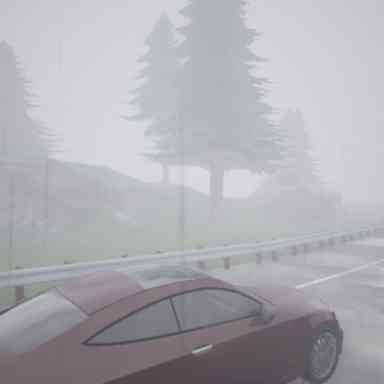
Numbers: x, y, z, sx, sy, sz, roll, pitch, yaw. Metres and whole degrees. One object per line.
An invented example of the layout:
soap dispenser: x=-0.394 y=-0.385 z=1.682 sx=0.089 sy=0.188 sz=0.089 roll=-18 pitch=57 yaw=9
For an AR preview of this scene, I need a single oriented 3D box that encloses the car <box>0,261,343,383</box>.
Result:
car: x=-0.203 y=1.556 z=3.766 sx=4.674 sy=1.442 sz=1.812 roll=1 pitch=-1 yaw=-36
